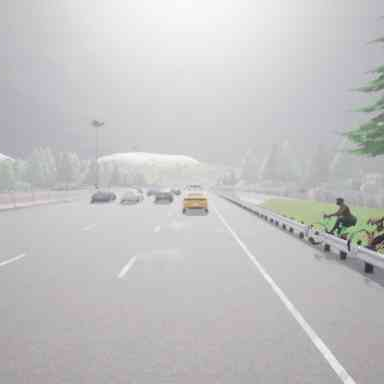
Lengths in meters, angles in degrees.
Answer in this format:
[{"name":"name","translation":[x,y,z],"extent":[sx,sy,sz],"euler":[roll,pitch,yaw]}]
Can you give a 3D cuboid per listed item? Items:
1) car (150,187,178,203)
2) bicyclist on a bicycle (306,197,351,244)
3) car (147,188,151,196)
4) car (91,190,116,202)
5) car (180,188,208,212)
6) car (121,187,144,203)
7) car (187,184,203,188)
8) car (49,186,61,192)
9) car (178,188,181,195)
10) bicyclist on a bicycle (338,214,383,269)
[{"name":"car","translation":[-3.143,0.381,38.467],"extent":[2.128,1.511,4.902],"euler":[0,1,0]},{"name":"bicyclist on a bicycle","translation":[4.489,0.997,10.246],"extent":[1.656,1.620,0.582],"euler":[18,5,16]},{"name":"car","translation":[-6.494,-0.077,57.301],"extent":[1.994,1.385,4.181],"euler":[0,1,0]},{"name":"car","translation":[-10.144,0.451,38.502],"extent":[1.994,1.385,4.181],"euler":[0,2,0]},{"name":"car","translation":[0.268,0.695,27.138],"extent":[1.882,1.535,5.008],"euler":[0,2,0]},{"name":"car","translation":[-6.653,0.450,37.275],"extent":[1.812,1.442,4.674],"euler":[0,1,0]},{"name":"car","translation":[0.438,-0.180,48.637],"extent":[2.150,2.045,5.566],"euler":[0,1,0]},{"name":"car","translation":[-30.946,-0.598,76.049],"extent":[1.882,1.535,5.008],"euler":[0,1,0]},{"name":"car","translation":[-2.977,-0.128,59.427],"extent":[1.994,1.385,4.181],"euler":[0,1,0]},{"name":"bicyclist on a bicycle","translation":[4.740,1.093,8.334],"extent":[1.656,1.620,0.582],"euler":[33,4,-24]}]
